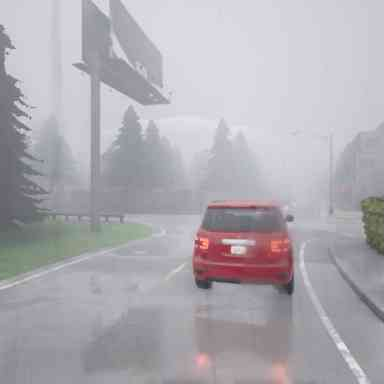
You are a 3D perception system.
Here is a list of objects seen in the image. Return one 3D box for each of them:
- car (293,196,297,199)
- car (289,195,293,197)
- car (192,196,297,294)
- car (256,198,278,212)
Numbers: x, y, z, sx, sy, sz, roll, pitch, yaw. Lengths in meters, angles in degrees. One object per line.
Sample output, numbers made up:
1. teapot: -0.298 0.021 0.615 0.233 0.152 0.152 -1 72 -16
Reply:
1. car: 20.731 1.376 69.082 1.895 1.301 4.718 0 0 21
2. car: 14.906 1.574 54.497 1.895 1.301 4.718 0 0 22
3. car: 1.555 1.217 9.070 2.150 2.045 5.566 0 0 14
4. car: 8.894 1.507 39.272 1.812 1.442 4.674 0 0 22
